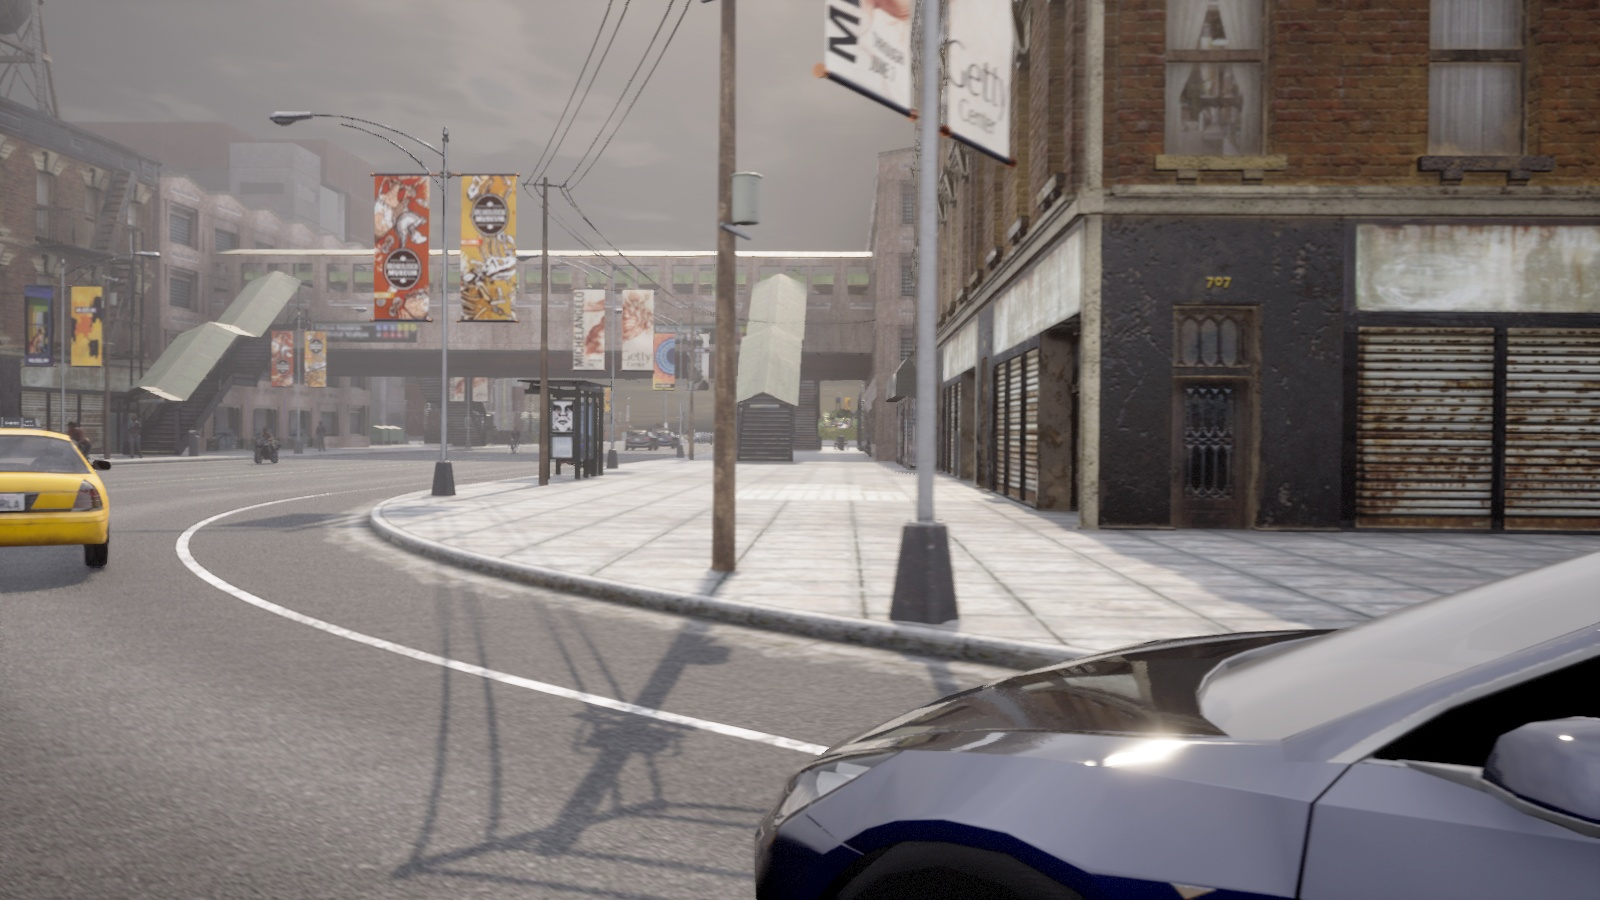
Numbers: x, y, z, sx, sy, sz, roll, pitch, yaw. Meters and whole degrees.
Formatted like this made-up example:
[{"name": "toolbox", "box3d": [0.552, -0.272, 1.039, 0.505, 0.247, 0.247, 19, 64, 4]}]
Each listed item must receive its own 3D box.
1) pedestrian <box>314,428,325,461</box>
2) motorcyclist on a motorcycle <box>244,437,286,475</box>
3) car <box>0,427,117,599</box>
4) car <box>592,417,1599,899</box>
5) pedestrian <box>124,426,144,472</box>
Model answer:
[{"name": "pedestrian", "box3d": [-28.510, -0.335, 74.576, 0.402, 1.930, 0.666, -1, 1, -4]}, {"name": "motorcyclist on a motorcycle", "box3d": [-22.072, 0.231, 51.827, 0.797, 1.523, 2.044, 0, 1, 2]}, {"name": "car", "box3d": [-8.667, 0.565, 13.851, 1.801, 1.575, 5.366, -1, 1, -30]}, {"name": "car", "box3d": [2.187, 0.685, 2.149, 4.792, 1.488, 2.163, 0, 1, 33]}, {"name": "pedestrian", "box3d": [-28.068, -0.057, 52.923, 0.402, 1.930, 0.666, 0, 1, 6]}]
